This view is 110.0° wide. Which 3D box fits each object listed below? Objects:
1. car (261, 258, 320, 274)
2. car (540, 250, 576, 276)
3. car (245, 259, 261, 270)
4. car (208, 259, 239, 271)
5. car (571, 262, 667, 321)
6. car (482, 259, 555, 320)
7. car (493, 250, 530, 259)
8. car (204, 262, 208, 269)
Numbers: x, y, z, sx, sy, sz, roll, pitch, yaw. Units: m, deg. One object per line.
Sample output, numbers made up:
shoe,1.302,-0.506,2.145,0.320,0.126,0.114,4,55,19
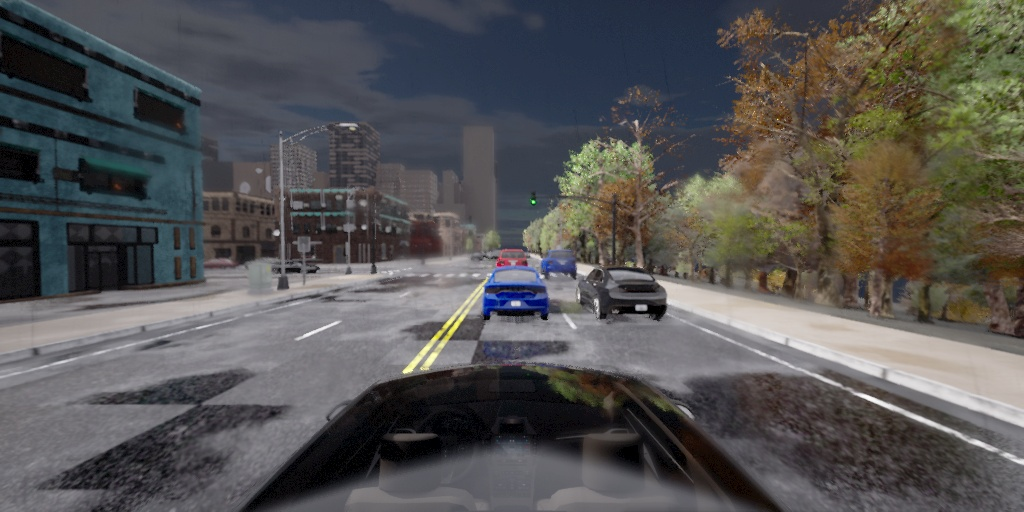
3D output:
car,-19.941,1.031,32.810,4.313,1.339,1.948,0,0,0
car,3.355,0.546,26.365,2.150,2.045,5.566,0,1,0
car,-28.273,0.881,41.323,4.403,1.370,2.007,0,0,0
car,-33.808,0.976,41.332,4.207,1.307,1.802,0,0,0
car,3.353,1.080,11.712,1.837,1.490,4.892,0,0,0
car,0.103,1.052,11.863,1.882,1.535,5.008,0,1,0
car,-0.080,0.544,26.506,2.150,2.045,5.566,0,1,-3
car,-33.594,1.052,35.533,4.892,1.490,1.837,-1,2,0
